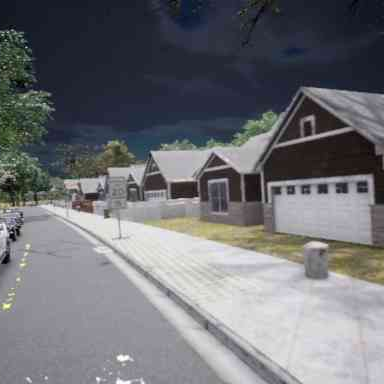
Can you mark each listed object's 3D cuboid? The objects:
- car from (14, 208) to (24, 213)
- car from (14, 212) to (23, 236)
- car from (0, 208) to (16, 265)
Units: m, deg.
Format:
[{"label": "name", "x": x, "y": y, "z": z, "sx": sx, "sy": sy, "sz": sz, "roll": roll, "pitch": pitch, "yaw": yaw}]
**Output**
[{"label": "car", "x": -17.355, "y": 2.357, "z": 32.120, "sx": 2.128, "sy": 1.511, "sz": 4.902, "roll": -3, "pitch": 0, "yaw": -26}, {"label": "car", "x": -11.255, "y": 2.164, "z": 19.582, "sx": 1.895, "sy": 1.301, "sz": 4.718, "roll": -3, "pitch": 0, "yaw": -23}, {"label": "car", "x": -7.015, "y": 1.579, "z": 10.196, "sx": 2.150, "sy": 2.045, "sz": 5.566, "roll": -3, "pitch": 0, "yaw": -24}]
